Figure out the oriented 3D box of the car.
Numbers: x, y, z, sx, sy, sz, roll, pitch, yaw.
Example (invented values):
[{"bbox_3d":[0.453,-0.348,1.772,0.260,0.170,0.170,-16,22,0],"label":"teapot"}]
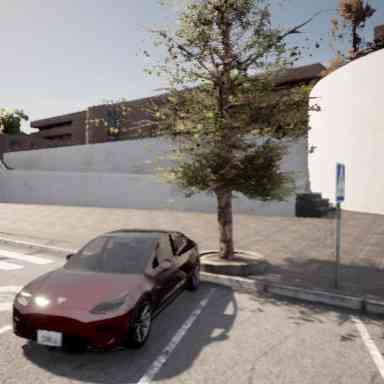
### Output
[{"bbox_3d":[-1.203,1.531,6.639,2.163,1.488,4.792,1,-1,16],"label":"car"}]
